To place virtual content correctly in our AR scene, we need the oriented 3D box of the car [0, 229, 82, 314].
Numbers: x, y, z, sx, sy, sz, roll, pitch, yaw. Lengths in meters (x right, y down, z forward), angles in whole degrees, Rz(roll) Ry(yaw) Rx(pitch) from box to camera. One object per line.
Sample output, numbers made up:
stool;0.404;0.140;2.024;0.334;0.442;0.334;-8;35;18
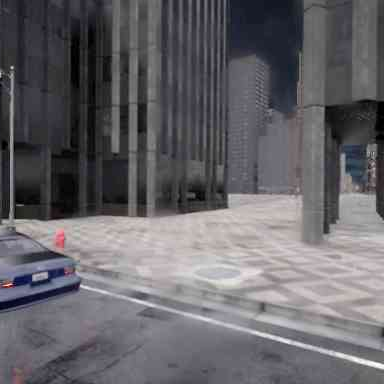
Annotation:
car;-4.719;1.537;7.344;5.357;1.411;2.033;0;0;36
